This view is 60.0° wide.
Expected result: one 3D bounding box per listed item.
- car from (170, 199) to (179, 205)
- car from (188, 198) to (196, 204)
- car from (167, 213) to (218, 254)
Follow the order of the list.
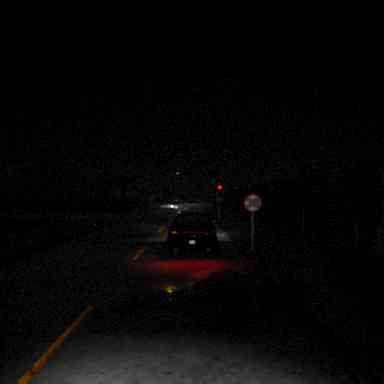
[{"bbox_3d":[-4.006,2.365,77.508,2.128,1.511,4.902,0,-1,0],"label":"car"},{"bbox_3d":[-0.007,2.202,79.661,1.812,1.442,4.674,0,-1,0],"label":"car"},{"bbox_3d":[0.030,1.633,14.208,1.882,1.535,5.008,0,0,1],"label":"car"}]
